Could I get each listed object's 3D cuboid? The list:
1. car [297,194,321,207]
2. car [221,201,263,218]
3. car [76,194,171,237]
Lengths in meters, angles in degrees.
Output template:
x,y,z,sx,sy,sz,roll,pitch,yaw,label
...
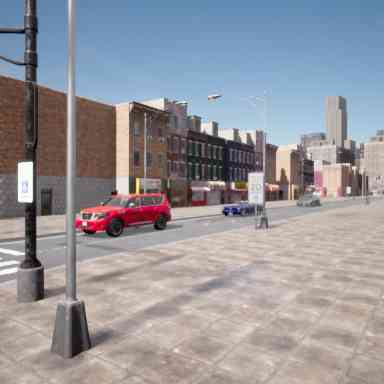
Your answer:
x,y,z,sx,sy,sz,roll,pitch,yaw,label
15.594,1.092,44.333,2.097,1.767,4.553,0,0,36,car
4.394,1.417,28.771,1.895,1.301,4.718,0,0,36,car
-3.415,1.118,17.795,2.150,2.045,5.566,0,0,35,car
